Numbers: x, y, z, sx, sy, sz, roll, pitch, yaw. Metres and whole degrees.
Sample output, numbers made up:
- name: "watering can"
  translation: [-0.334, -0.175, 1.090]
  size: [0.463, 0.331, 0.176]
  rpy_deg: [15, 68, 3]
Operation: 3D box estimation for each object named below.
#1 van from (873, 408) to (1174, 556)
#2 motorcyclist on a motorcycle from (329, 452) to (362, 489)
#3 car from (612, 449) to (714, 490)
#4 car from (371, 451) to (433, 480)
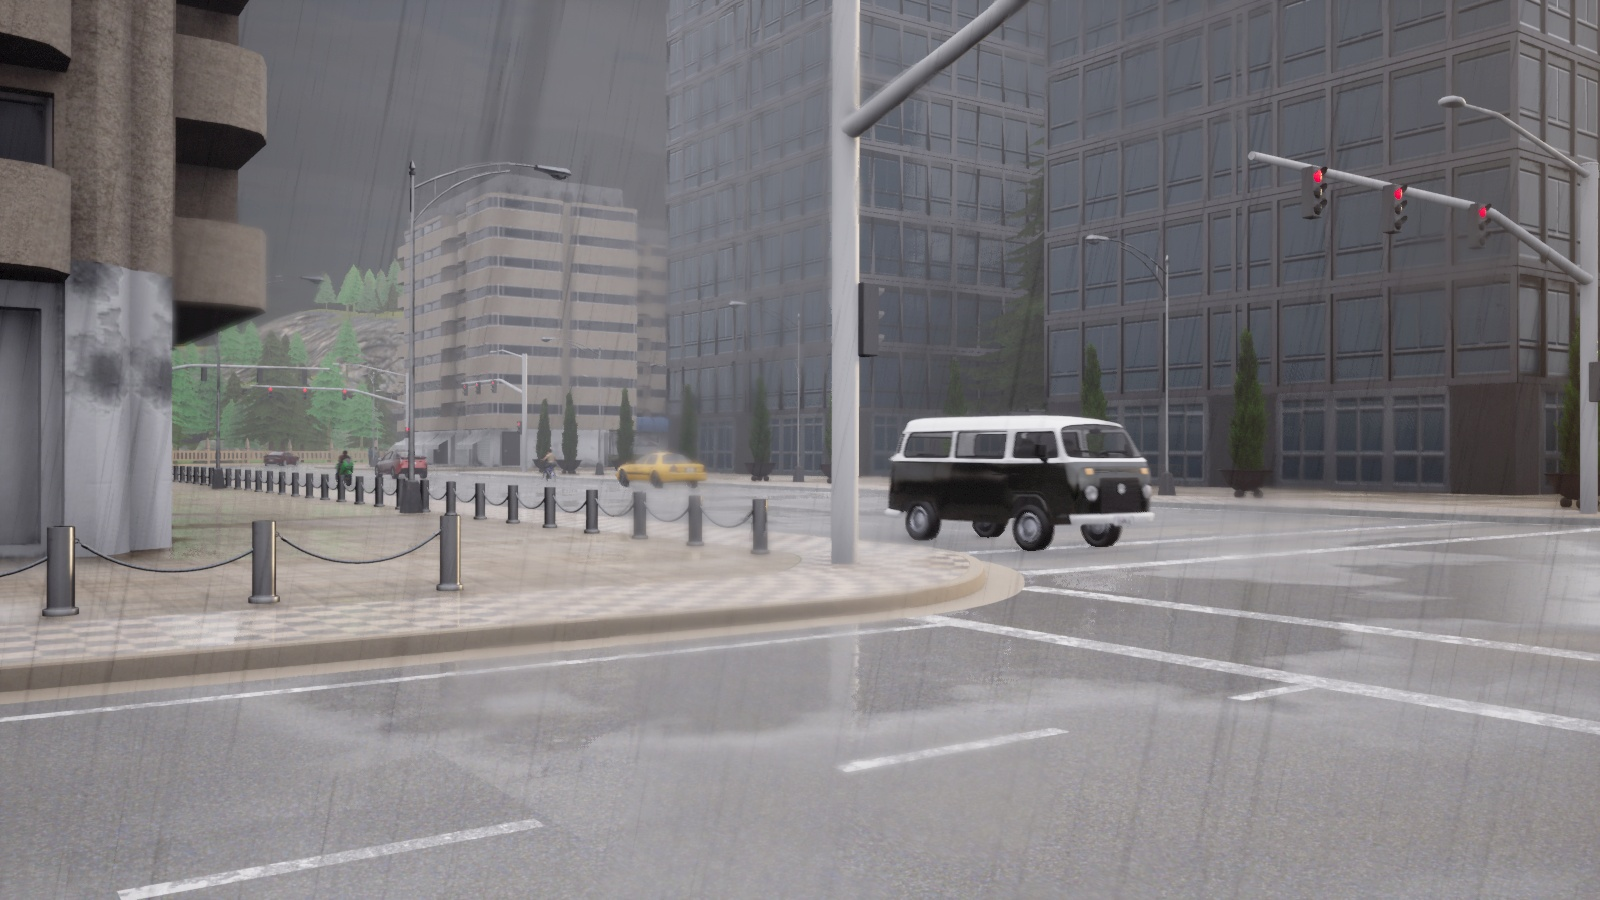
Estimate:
- name: "van"
  translation: [3.359, 0.457, 19.739]
  size: [2.069, 2.038, 4.480]
  rpy_deg: [0, 0, -36]
- name: "motorcyclist on a motorcycle"
  translation: [-18.793, 0.838, 51.874]
  size: [0.797, 1.523, 2.044]
  rpy_deg: [0, 0, -34]
- name: "car"
  translation: [-5.660, 0.766, 51.261]
  size: [1.801, 1.575, 5.366]
  rpy_deg: [0, 0, -34]
- name: "car"
  translation: [-21.780, 0.850, 68.660]
  size: [2.007, 1.525, 4.514]
  rpy_deg: [0, 0, -34]
